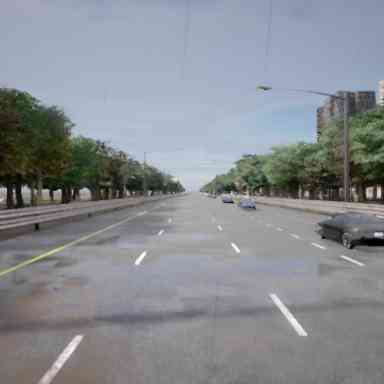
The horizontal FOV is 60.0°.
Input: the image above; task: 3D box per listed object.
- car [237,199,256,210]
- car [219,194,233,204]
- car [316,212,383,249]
[{"bbox_3d":[7.030,1.562,43.098,2.033,1.411,5.357,0,0,0],"label":"car"},{"bbox_3d":[7.096,1.609,67.144,1.994,1.385,4.181,0,0,0],"label":"car"},{"bbox_3d":[7.010,1.569,14.490,1.994,1.385,4.181,0,0,0],"label":"car"}]
